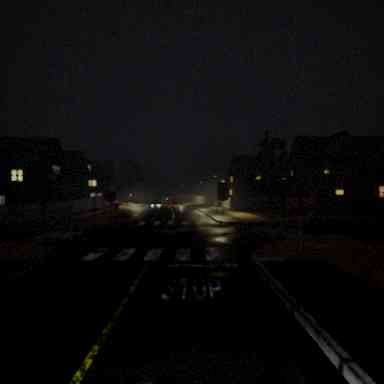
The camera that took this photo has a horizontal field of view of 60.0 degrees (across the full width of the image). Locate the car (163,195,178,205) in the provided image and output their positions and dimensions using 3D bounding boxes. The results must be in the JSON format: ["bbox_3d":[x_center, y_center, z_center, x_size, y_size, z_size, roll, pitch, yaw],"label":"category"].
[{"bbox_3d":[-3.853,1.763,61.975,1.895,1.301,4.718,0,0,-10],"label":"car"}]

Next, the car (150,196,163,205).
[{"bbox_3d":[-7.314,1.779,65.590,1.994,1.385,4.181,0,-1,-10],"label":"car"}]
